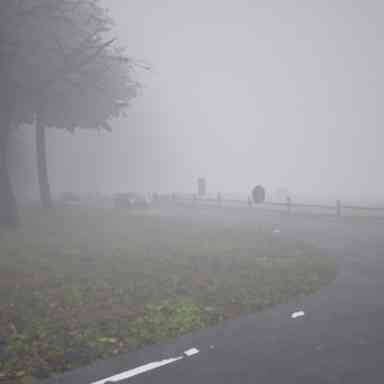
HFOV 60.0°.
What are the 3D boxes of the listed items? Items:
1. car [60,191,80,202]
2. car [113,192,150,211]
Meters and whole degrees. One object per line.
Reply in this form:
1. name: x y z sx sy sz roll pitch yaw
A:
1. car: -18.328 0.659 49.683 1.837 1.490 4.892 -2 1 -36
2. car: -5.929 0.786 32.362 2.097 1.767 4.553 -2 2 -36
